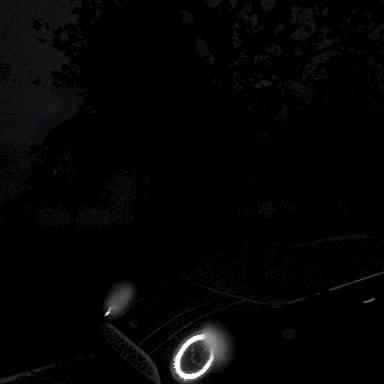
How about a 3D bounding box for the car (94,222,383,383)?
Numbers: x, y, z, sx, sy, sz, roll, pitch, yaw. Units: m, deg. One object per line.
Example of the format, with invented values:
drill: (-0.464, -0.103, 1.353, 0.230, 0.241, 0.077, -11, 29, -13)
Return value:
car: (1.093, 1.356, 4.466, 4.553, 1.767, 2.097, 0, 0, -36)
